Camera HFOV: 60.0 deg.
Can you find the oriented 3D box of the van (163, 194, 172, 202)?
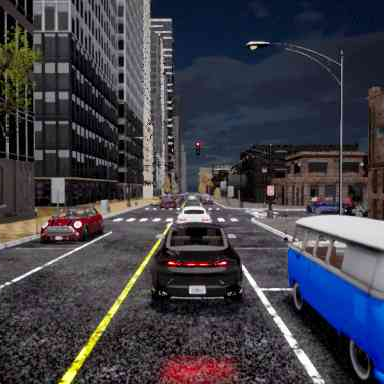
[{"bbox_3d":[-5.609,1.319,76.697,1.690,1.788,3.998,-1,0,0],"label":"van"}]

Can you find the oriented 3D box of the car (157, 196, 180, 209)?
[{"bbox_3d":[-3.062,1.550,43.685,1.994,1.385,4.181,0,0,0],"label":"car"}]

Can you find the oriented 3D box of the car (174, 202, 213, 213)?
[{"bbox_3d":[0.109,1.519,18.730,1.812,1.442,4.674,0,0,0],"label":"car"}]

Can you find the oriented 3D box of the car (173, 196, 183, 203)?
[{"bbox_3d":[-2.942,1.541,69.433,1.994,1.385,4.181,0,0,0],"label":"car"}]

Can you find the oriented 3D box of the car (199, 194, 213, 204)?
[{"bbox_3d":[2.726,1.422,59.703,1.967,1.590,4.097,-1,0,0],"label":"car"}]

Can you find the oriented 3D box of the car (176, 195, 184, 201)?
[{"bbox_3d":[-2.931,1.443,82.819,1.882,1.535,5.008,0,0,0],"label":"car"}]

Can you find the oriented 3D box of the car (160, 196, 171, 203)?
[{"bbox_3d":[-5.610,1.545,71.053,1.947,1.339,4.313,-1,0,0],"label":"car"}]

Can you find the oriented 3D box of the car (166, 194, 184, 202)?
[{"bbox_3d":[-3.027,1.333,58.583,2.097,1.767,4.553,0,0,0],"label":"car"}]

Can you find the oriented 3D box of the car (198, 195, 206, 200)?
[{"bbox_3d":[2.756,1.525,93.568,2.008,1.369,4.403,-1,0,0],"label":"car"}]

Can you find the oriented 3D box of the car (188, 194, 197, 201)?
[{"bbox_3d":[0.066,1.499,81.014,1.812,1.442,4.674,0,0,0],"label":"car"}]

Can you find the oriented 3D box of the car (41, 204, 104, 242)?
[{"bbox_3d":[-5.691,1.434,16.173,1.967,1.590,4.097,-1,0,0],"label":"car"}]

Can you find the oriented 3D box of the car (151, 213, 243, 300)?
[{"bbox_3d":[0.104,1.502,8.374,1.837,1.490,4.892,0,0,0],"label":"car"}]

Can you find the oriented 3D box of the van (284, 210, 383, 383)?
[{"bbox_3d":[2.679,1.339,5.083,1.690,1.788,3.998,-1,0,0],"label":"van"}]

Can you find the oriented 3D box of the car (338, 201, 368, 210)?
[{"bbox_3d":[16.443,1.791,31.026,4.313,1.339,1.947,1,0,1],"label":"car"}]

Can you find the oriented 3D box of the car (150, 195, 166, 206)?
[{"bbox_3d":[-5.795,1.508,53.951,1.752,1.417,4.829,-1,0,0],"label":"car"}]

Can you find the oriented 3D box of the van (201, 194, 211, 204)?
[{"bbox_3d":[2.729,1.321,65.347,1.690,1.788,3.998,-1,0,0],"label":"van"}]

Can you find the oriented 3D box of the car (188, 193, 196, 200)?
[{"bbox_3d":[0.075,1.251,91.018,2.097,1.767,4.553,0,0,0],"label":"car"}]

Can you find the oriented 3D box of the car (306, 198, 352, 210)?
[{"bbox_3d":[14.846,1.682,36.842,4.181,1.385,1.994,1,1,1],"label":"car"}]

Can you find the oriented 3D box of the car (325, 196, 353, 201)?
[{"bbox_3d":[16.558,1.409,39.403,5.009,1.841,2.192,1,0,1],"label":"car"}]
